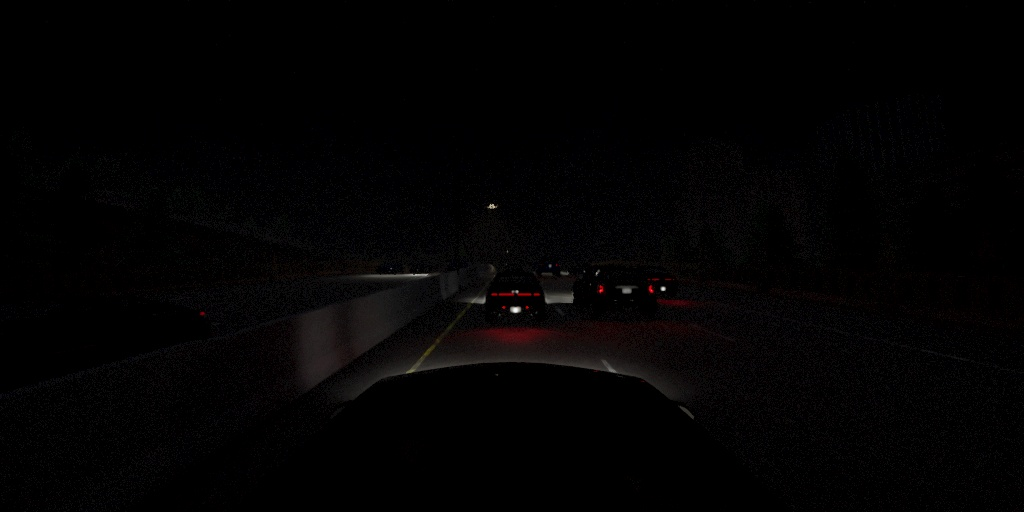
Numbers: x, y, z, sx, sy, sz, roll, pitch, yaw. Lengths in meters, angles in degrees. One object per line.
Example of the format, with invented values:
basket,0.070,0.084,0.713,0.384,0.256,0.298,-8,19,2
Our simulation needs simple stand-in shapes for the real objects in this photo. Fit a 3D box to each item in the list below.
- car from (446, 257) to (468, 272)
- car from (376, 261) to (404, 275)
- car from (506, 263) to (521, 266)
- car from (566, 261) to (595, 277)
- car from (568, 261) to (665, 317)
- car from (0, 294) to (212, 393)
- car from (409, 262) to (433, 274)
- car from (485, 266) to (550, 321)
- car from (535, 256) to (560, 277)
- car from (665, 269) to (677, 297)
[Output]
car,-7.075,1.094,46.703,2.150,2.045,5.566,0,-1,0
car,-14.079,1.301,41.542,1.882,1.535,5.008,0,0,0
car,0.108,1.352,31.185,2.033,1.411,5.357,0,0,0
car,7.110,1.309,37.591,2.128,1.511,4.902,0,0,0
car,3.603,1.123,13.359,2.097,1.767,4.553,0,0,0
car,-7.101,1.319,5.530,1.994,1.385,4.181,0,0,0
car,-10.577,1.389,42.090,1.994,1.385,4.181,0,0,0
car,0.104,1.275,12.603,1.837,1.490,4.892,0,0,0
car,3.610,1.037,36.611,2.150,2.045,5.566,0,0,0
car,7.105,1.288,19.262,1.837,1.490,4.892,0,0,0
